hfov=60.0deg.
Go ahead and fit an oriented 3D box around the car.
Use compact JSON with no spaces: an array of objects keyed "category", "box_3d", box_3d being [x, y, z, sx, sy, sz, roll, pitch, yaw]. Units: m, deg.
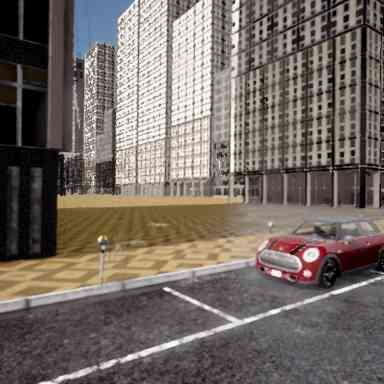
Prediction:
[{"category":"car","box_3d":[3.650,1.415,9.106,4.097,1.590,1.967,0,1,-35]}]
